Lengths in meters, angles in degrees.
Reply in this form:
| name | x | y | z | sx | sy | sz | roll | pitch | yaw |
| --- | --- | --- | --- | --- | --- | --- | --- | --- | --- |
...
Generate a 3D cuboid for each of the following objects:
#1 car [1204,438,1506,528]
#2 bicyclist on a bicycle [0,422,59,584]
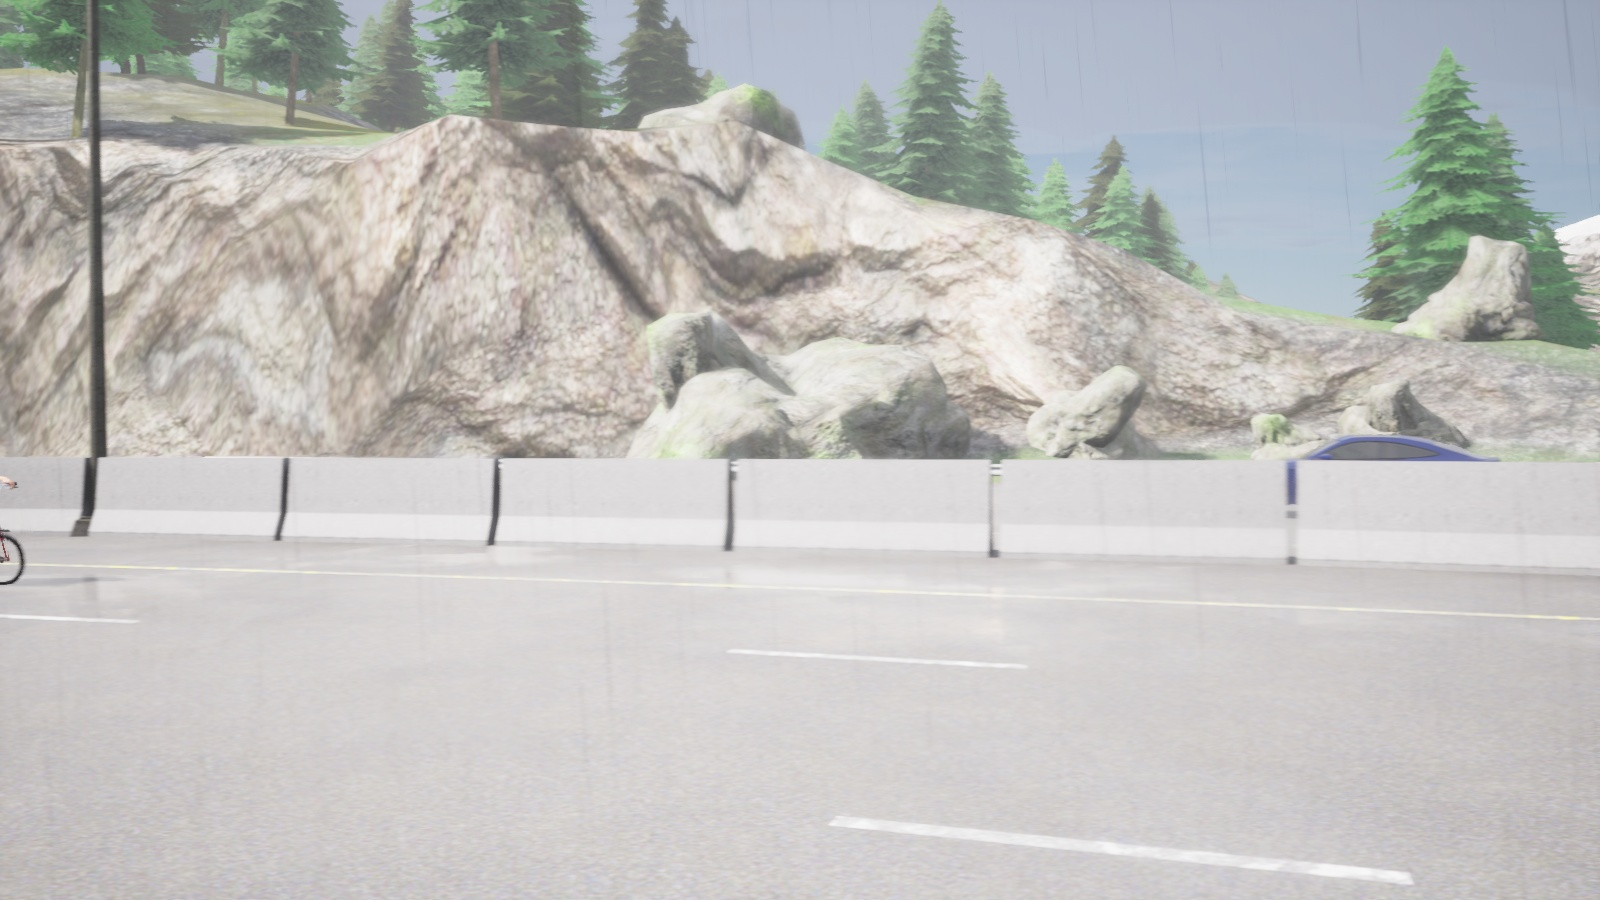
| name | x | y | z | sx | sy | sz | roll | pitch | yaw |
| --- | --- | --- | --- | --- | --- | --- | --- | --- | --- |
| car | 9.609 | 0.525 | 22.119 | 4.674 | 1.442 | 1.812 | 1 | 1 | 20 |
| bicyclist on a bicycle | -8.639 | 0.519 | 12.974 | 1.509 | 1.612 | 0.866 | 0 | 1 | 13 |
